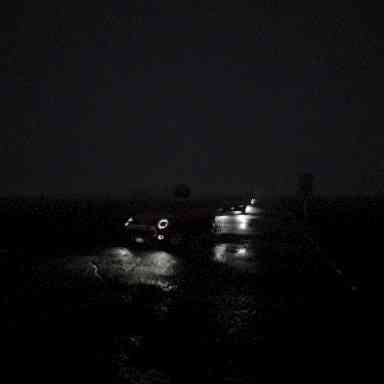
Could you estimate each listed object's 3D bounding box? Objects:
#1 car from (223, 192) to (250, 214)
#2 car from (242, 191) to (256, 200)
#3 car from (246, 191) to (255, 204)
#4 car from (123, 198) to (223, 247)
[{"bbox_3d":[3.620,0.991,28.015,1.837,1.490,4.892,0,1,12],"label":"car"},{"bbox_3d":[9.774,0.591,56.578,2.033,1.411,5.357,0,1,12],"label":"car"},{"bbox_3d":[6.121,0.768,39.783,2.128,1.511,4.902,0,1,12],"label":"car"},{"bbox_3d":[-0.755,1.096,13.843,2.097,1.767,4.553,0,1,30],"label":"car"}]
